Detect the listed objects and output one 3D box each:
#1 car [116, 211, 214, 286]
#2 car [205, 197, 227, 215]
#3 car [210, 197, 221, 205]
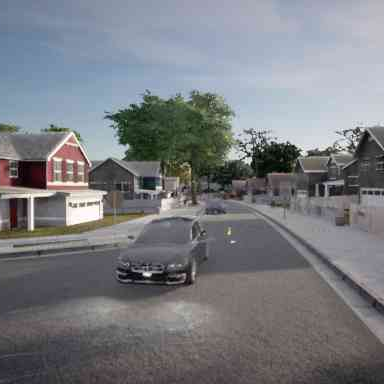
[{"bbox_3d":[-0.607,1.550,9.673,1.837,1.490,4.892,0,0,9],"label":"car"},{"bbox_3d":[2.504,1.386,34.497,2.097,1.767,4.553,0,0,5],"label":"car"},{"bbox_3d":[4.214,1.584,59.980,1.812,1.442,4.674,0,0,1],"label":"car"}]
